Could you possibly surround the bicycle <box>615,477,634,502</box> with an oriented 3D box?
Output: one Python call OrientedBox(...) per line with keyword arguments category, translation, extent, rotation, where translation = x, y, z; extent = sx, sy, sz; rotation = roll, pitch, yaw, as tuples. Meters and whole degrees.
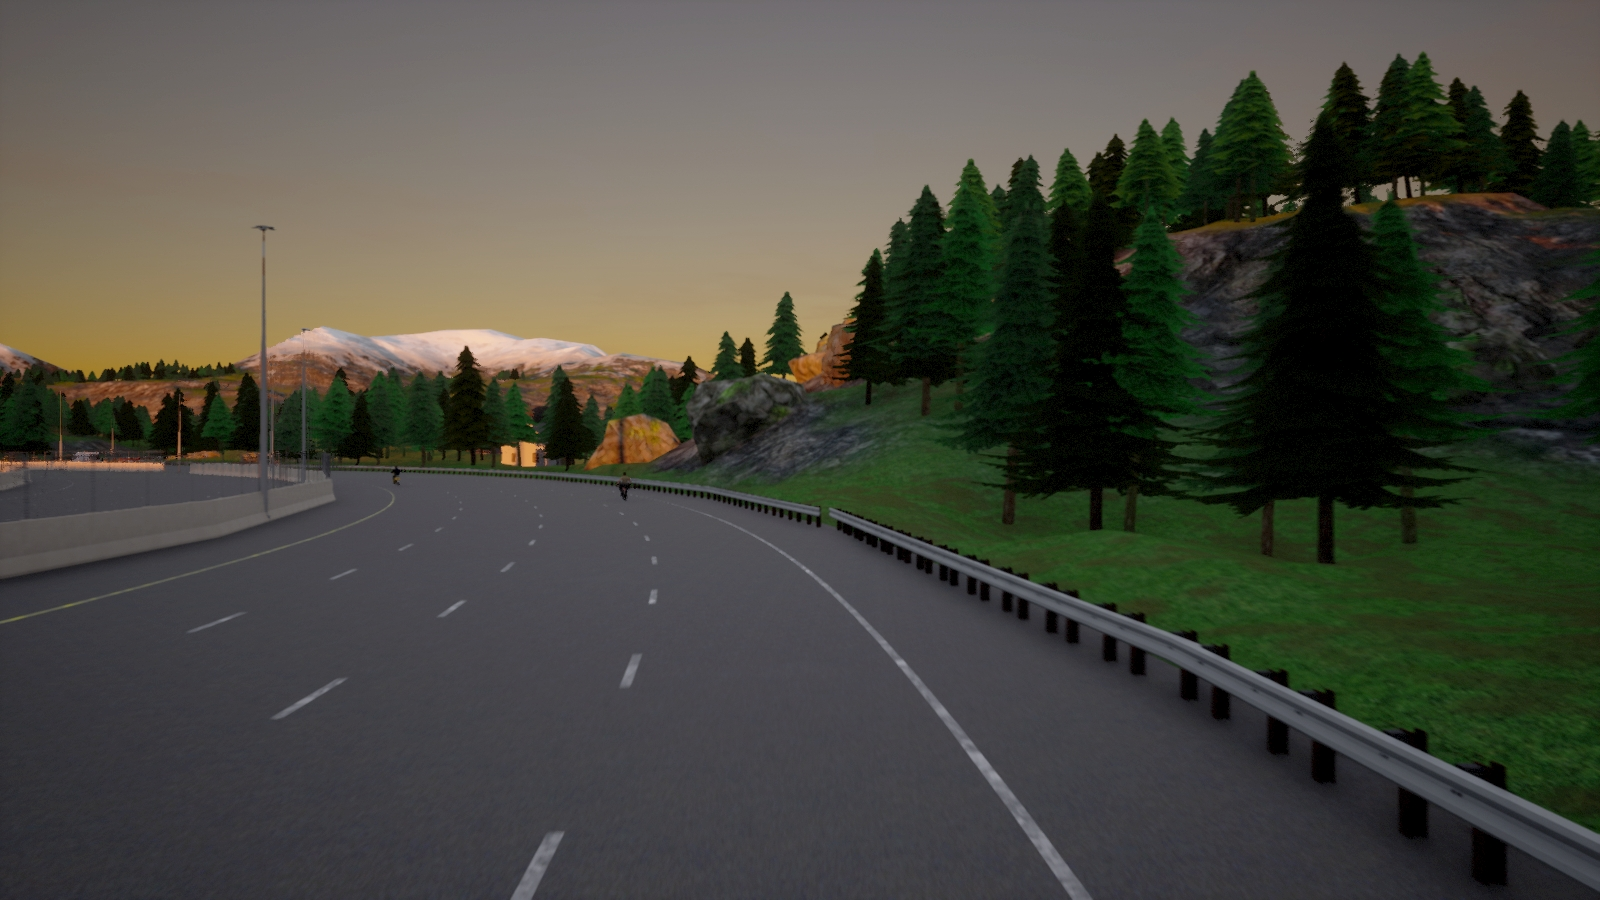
OrientedBox(category="bicycle", translation=(-9.689, 2.158, 63.059), extent=(0.859, 1.295, 1.487), rotation=(0, 0, -17))
